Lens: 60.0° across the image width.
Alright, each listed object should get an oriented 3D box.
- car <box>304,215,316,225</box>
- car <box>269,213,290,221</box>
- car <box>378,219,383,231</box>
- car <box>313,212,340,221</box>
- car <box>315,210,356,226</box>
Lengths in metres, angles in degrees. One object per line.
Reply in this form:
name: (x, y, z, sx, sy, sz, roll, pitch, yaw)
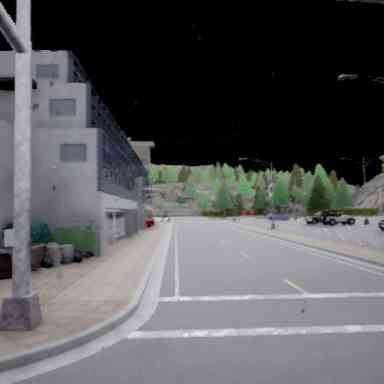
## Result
car: (16.988, 3.293, 43.033, 4.605, 1.855, 1.932, -1, -3, -3)
car: (16.233, 4.643, 61.554, 3.633, 1.501, 1.845, -1, -3, -3)
car: (18.158, 2.433, 27.394, 5.027, 1.636, 2.152, -1, -3, -3)
car: (23.788, 4.357, 58.948, 3.806, 1.475, 1.970, -1, -3, -3)
car: (17.539, 3.097, 40.157, 3.866, 1.878, 1.905, -1, -3, -3)
